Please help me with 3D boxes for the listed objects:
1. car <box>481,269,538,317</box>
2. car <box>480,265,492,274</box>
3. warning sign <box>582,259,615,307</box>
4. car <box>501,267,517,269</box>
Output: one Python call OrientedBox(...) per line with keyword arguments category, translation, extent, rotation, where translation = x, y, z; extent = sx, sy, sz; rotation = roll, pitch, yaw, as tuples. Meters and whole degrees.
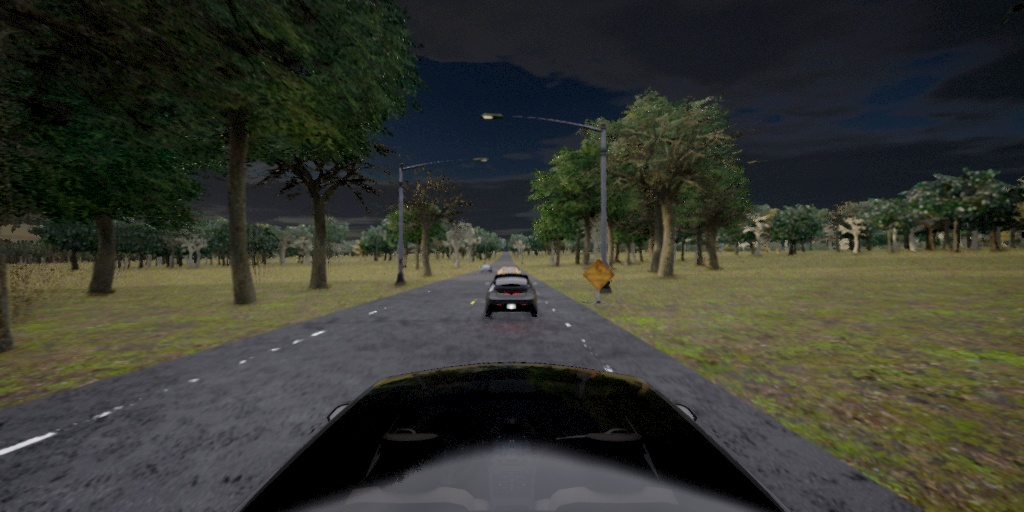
OrientedBox(category="car", translation=(-0.024, 1.424, 14.132), extent=(1.837, 1.490, 4.892), rotation=(0, 0, 0))
OrientedBox(category="car", translation=(-4.232, 2.161, 59.706), extent=(1.812, 1.442, 4.674), rotation=(0, -1, 0))
OrientedBox(category="warning sign", translation=(3.482, 1.038, 14.548), extent=(1.300, 1.860, 1.060), rotation=(0, 0, -1))
OrientedBox(category="car", translation=(-0.232, 1.652, 30.333), extent=(1.882, 1.535, 5.008), rotation=(0, -1, 0))
